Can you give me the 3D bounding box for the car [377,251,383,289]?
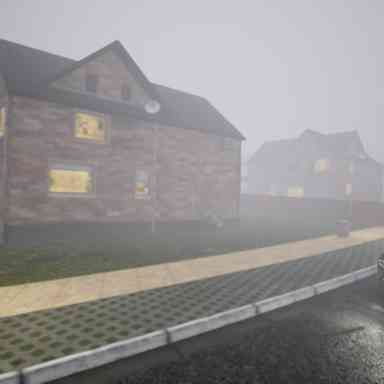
[{"bbox_3d":[6.409,1.566,8.351,5.008,1.535,1.882,0,0,-41],"label":"car"}]
